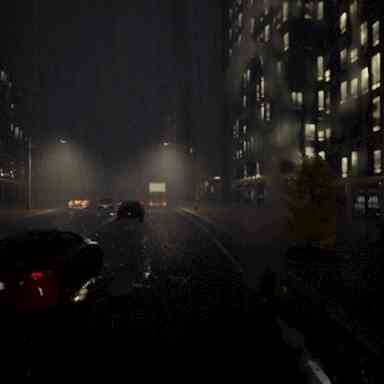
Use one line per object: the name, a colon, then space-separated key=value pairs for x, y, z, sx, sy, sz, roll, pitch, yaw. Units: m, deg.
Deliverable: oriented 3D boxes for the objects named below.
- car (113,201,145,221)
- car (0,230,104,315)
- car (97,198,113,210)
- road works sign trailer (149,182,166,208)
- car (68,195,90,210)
car: x=-4.836 y=1.433 z=26.584 sx=1.882 sy=1.535 sz=5.008 roll=0 pitch=0 yaw=-7
car: x=-3.383 y=1.553 z=7.608 sx=1.994 sy=1.385 sz=4.181 roll=0 pitch=0 yaw=-2
car: x=-10.410 y=1.450 z=40.651 sx=1.812 sy=1.442 sz=4.674 roll=0 pitch=0 yaw=-10
road works sign trailer: x=-5.002 y=0.394 z=47.973 sx=2.380 sy=3.560 sz=2.880 roll=0 pitch=0 yaw=-13
car: x=-13.721 y=1.269 z=40.671 sx=2.097 sy=1.767 sz=4.553 roll=0 pitch=0 yaw=-10
